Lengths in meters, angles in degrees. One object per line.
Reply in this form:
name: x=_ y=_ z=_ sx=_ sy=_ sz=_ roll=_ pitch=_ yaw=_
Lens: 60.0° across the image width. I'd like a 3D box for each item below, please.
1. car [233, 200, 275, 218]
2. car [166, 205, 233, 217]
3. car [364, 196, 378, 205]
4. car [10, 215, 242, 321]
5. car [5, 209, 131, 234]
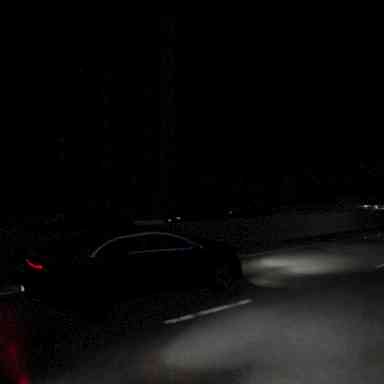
car: x=5.221 y=1.489 z=29.314 sx=4.902 sy=1.511 sz=2.128 roll=0 pitch=0 yaw=-37
car: x=0.256 y=1.559 z=21.393 sx=4.181 sy=1.385 sz=1.994 roll=0 pitch=0 yaw=-36
car: x=32.311 y=1.494 z=59.929 sx=2.097 sy=1.767 sz=4.553 roll=0 pitch=-1 yaw=27
car: x=-1.030 y=1.490 z=7.310 sx=4.902 sy=1.511 sz=2.128 roll=0 pitch=0 yaw=-36
car: x=-4.758 y=1.475 z=13.498 sx=5.008 sy=1.535 sz=1.882 roll=0 pitch=0 yaw=-36
